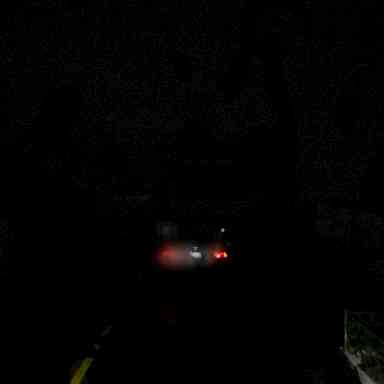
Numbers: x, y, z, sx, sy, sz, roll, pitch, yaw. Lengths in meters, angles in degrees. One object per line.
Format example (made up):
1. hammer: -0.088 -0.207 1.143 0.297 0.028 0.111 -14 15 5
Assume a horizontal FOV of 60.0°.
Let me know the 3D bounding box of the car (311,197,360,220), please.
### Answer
1. car: 10.611 1.203 22.553 4.553 1.767 2.097 0 0 -1

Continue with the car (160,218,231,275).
1. car: 0.088 1.522 10.306 2.033 1.411 5.357 0 0 0
